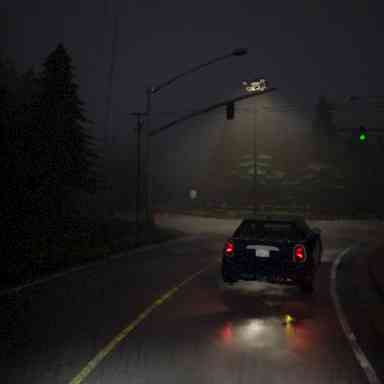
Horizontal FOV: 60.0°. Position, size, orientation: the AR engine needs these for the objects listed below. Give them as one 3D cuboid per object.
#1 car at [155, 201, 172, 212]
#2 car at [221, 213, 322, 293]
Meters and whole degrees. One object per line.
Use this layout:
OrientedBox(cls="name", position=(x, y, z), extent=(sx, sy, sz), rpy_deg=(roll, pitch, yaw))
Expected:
OrientedBox(cls="car", position=(-3.584, 1.772, 42.335), extent=(1.895, 1.301, 4.718), rpy_deg=(0, 0, 0))
OrientedBox(cls="car", position=(2.433, 1.397, 9.370), extent=(2.097, 1.767, 4.553), rpy_deg=(0, 0, 24))
